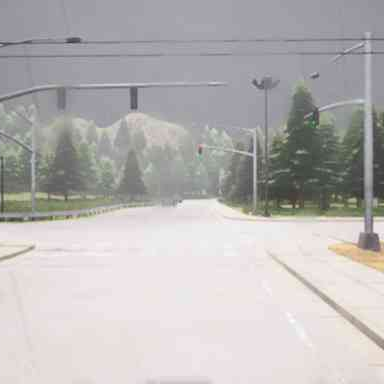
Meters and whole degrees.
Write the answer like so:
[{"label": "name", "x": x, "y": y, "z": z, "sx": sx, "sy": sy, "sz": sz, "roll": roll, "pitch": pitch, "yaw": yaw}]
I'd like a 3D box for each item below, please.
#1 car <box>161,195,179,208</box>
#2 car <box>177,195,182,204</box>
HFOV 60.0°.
[{"label": "car", "x": -3.512, "y": 1.614, "z": 50.235, "sx": 1.994, "sy": 1.385, "sz": 4.181, "roll": 0, "pitch": 0, "yaw": 1}, {"label": "car", "x": -3.099, "y": 1.435, "z": 67.602, "sx": 2.097, "sy": 1.767, "sz": 4.553, "roll": 0, "pitch": 0, "yaw": 2}]
